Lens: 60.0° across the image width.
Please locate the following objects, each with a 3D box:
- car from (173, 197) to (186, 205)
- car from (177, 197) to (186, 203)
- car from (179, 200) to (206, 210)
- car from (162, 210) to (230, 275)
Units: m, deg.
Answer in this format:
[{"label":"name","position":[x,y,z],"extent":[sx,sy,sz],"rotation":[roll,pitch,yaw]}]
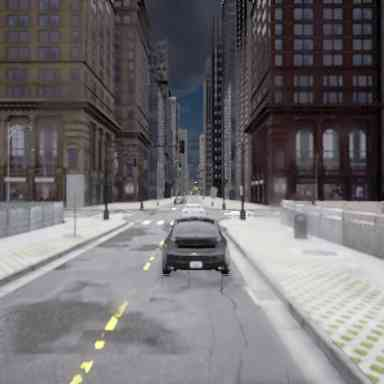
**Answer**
[{"label":"car","position":[-2.614,1.762,66.267],"extent":[2.128,1.511,4.902],"rotation":[0,0,1]},{"label":"car","position":[-2.485,1.908,81.728],"extent":[1.994,1.385,4.181],"rotation":[0,0,0]},{"label":"car","position":[0.122,1.609,25.992],"extent":[1.812,1.442,4.674],"rotation":[0,0,0]},{"label":"car","position":[0.103,1.539,10.561],"extent":[1.837,1.490,4.892],"rotation":[0,0,0]}]
